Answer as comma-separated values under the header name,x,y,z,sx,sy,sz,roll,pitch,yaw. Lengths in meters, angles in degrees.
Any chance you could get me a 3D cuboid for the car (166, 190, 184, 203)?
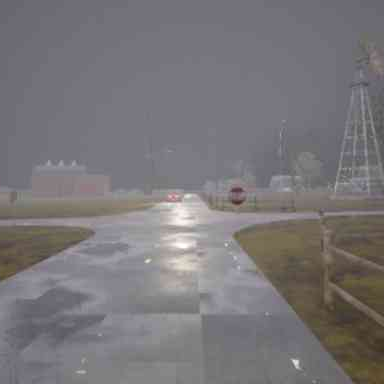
name,x,y,z,sx,sy,sz,roll,pitch,yaw
car,-2.747,0.728,51.588,2.150,2.045,5.566,0,2,0
